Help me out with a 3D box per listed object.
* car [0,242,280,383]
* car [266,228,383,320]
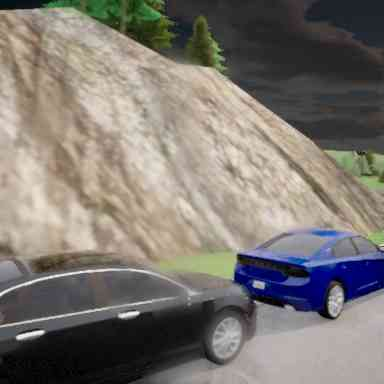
[{"bbox_3d":[-1.233,1.539,4.272,4.892,1.490,1.837,1,-1,-37],"label":"car"},{"bbox_3d":[3.154,1.587,7.690,5.008,1.535,1.882,1,-1,-39],"label":"car"}]
